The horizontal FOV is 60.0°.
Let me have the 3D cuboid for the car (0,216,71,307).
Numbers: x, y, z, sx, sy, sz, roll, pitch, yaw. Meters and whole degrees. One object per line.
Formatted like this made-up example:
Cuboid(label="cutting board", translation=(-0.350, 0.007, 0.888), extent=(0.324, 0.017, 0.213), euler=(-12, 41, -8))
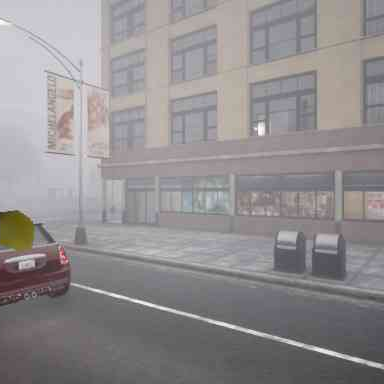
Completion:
Cuboid(label="car", translation=(-4.756, 1.352, 7.367), extent=(4.553, 1.767, 2.097), euler=(0, 0, 36))
